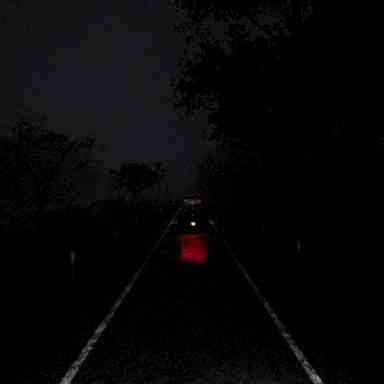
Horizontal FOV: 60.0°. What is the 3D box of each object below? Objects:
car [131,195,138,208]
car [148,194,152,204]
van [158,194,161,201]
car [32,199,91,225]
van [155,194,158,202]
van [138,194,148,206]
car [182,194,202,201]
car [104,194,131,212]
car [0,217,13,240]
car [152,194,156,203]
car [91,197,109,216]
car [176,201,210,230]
[{"bbox_3d":[-9.115,1.546,45.094,2.002,1.452,4.674,0,0,0],"label":"car"},{"bbox_3d":[-9.157,1.574,61.750,2.231,1.521,4.892,0,-1,-2],"label":"car"},{"bbox_3d":[-9.368,1.463,83.725,1.878,1.987,4.442,0,-1,-2],"label":"van"},{"bbox_3d":[-9.058,1.395,22.917,2.097,1.535,5.008,0,0,2],"label":"car"},{"bbox_3d":[-9.189,1.413,73.775,1.878,1.987,4.442,0,-1,-3],"label":"van"},{"bbox_3d":[-9.148,1.340,56.066,1.878,1.987,4.442,0,0,2],"label":"van"},{"bbox_3d":[0.046,1.278,40.049,2.150,2.045,5.566,0,-1,0],"label":"car"},{"bbox_3d":[-9.097,1.233,38.350,2.435,2.045,5.566,0,0,0],"label":"car"},{"bbox_3d":[-9.039,1.350,12.665,1.946,1.575,5.366,0,0,2],"label":"car"},{"bbox_3d":[-9.170,1.634,67.261,2.163,1.488,4.792,0,-1,-2],"label":"car"},{"bbox_3d":[-9.073,1.407,28.465,2.097,1.535,5.008,0,-1,2],"label":"car"},{"bbox_3d":[0.072,1.544,21.227,1.837,1.490,4.892,0,0,0],"label":"car"}]
